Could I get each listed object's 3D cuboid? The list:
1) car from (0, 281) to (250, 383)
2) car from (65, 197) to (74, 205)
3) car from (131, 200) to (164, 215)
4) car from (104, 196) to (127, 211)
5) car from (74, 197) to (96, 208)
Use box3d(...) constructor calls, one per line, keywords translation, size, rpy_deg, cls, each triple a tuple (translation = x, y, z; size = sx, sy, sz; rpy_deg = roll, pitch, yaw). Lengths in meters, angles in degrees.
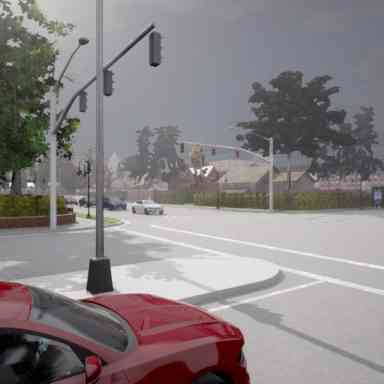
box3d(translation=(-1.737, 1.478, 2.530), size=(5.008, 1.535, 1.882), rpy_deg=(0, 0, -35), cls="car")
box3d(translation=(-21.085, 1.564, 57.063), size=(1.994, 1.385, 4.181), rpy_deg=(0, 0, -34), cls="car")
box3d(translation=(-4.678, 1.525, 34.349), size=(1.812, 1.442, 4.674), rpy_deg=(0, 0, -35), cls="car")
box3d(translation=(-9.888, 1.352, 41.550), size=(2.097, 1.767, 4.553), rpy_deg=(0, 0, -36), cls="car")
box3d(translation=(-15.284, 1.505, 49.002), size=(1.837, 1.490, 4.892), rpy_deg=(0, 0, -36), cls="car")
